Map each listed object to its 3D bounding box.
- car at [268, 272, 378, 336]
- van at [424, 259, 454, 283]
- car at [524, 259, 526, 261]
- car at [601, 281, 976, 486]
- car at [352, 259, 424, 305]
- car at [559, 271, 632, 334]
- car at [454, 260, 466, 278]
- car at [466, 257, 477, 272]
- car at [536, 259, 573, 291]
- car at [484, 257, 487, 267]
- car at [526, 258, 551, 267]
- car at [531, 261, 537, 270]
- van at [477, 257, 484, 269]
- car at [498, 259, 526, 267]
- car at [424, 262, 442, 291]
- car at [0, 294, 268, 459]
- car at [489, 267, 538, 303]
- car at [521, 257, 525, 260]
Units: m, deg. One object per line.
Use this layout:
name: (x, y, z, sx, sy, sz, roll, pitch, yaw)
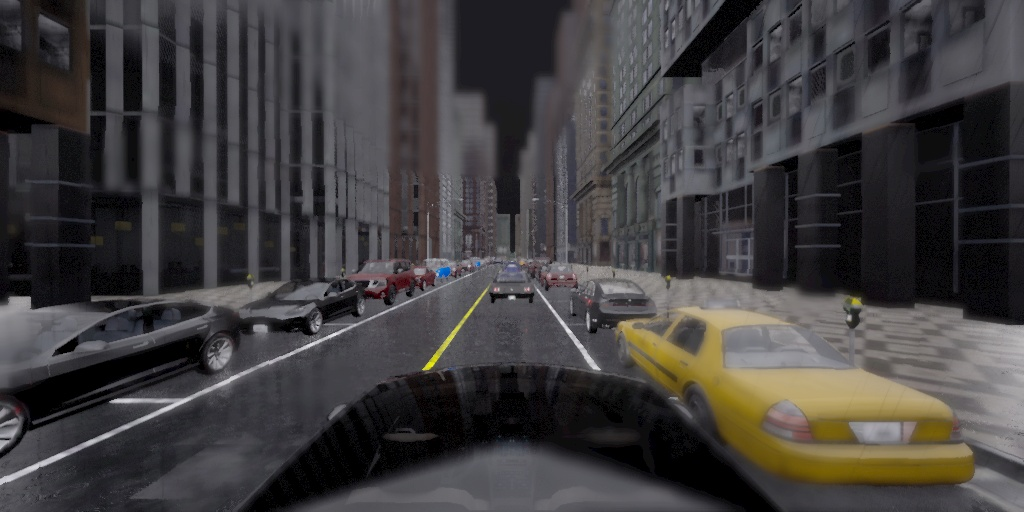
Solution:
car: (-5.763, 1.313, 10.432, 1.948, 1.339, 4.313, 0, 0, 0)
van: (-5.763, 1.087, 27.342, 1.690, 1.789, 3.998, 0, 0, 0)
car: (2.762, 1.312, 44.261, 1.948, 1.339, 4.313, 0, 0, 0)
car: (2.762, 1.273, 4.977, 1.751, 1.417, 4.829, 0, 0, 0)
car: (-5.763, 1.061, 16.068, 2.192, 1.841, 5.009, 0, 0, 0)
car: (2.762, 1.298, 10.443, 2.007, 1.370, 4.403, 0, 0, 0)
car: (-5.763, 1.186, 32.979, 1.967, 1.591, 4.097, 0, 0, 0)
car: (-5.763, 1.186, 44.253, 1.967, 1.591, 4.097, 0, 0, 0)
car: (2.762, 1.187, 21.715, 1.967, 1.591, 4.097, 0, 0, 0)
car: (-5.763, 1.273, 60.992, 1.751, 1.417, 4.829, 0, 0, 0)
car: (2.762, 1.061, 32.988, 2.192, 1.841, 5.009, 0, 0, 0)
car: (2.762, 1.312, 27.352, 1.948, 1.339, 4.313, 0, 0, 0)
van: (-5.763, 1.087, 55.526, 1.690, 1.789, 3.998, 0, 0, 0)
car: (0.000, 1.281, 31.501, 1.812, 1.442, 4.674, 0, 0, 0)
car: (-5.763, 1.292, 21.706, 1.888, 1.381, 4.507, 0, 0, 0)
car: (-5.763, 1.313, 4.795, 1.948, 1.339, 4.313, 0, 0, 0)
car: (0.000, 1.364, 16.531, 1.895, 1.301, 4.718, 0, 0, 0)
car: (2.763, 1.186, 55.533, 1.967, 1.591, 4.097, 0, 0, 0)
